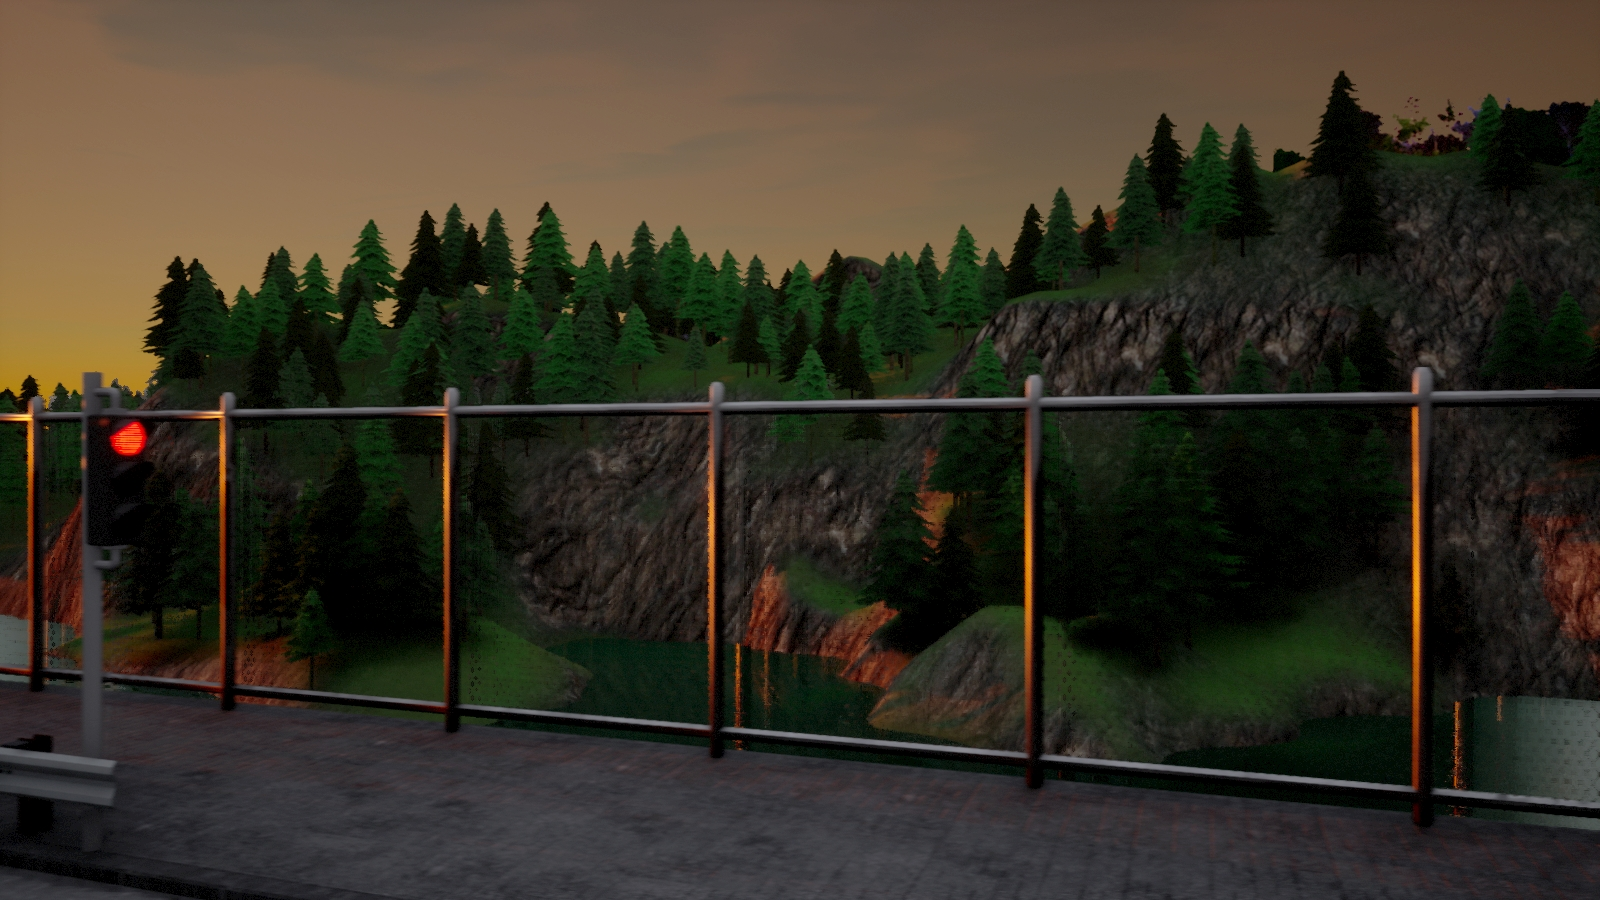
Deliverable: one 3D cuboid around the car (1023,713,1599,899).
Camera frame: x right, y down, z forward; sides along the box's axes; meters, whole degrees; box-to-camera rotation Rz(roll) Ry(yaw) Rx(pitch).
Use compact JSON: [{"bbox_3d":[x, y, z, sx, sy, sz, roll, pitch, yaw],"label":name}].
[{"bbox_3d":[2.952,1.905,2.700,4.553,1.767,2.097,0,0,19],"label":"car"}]
